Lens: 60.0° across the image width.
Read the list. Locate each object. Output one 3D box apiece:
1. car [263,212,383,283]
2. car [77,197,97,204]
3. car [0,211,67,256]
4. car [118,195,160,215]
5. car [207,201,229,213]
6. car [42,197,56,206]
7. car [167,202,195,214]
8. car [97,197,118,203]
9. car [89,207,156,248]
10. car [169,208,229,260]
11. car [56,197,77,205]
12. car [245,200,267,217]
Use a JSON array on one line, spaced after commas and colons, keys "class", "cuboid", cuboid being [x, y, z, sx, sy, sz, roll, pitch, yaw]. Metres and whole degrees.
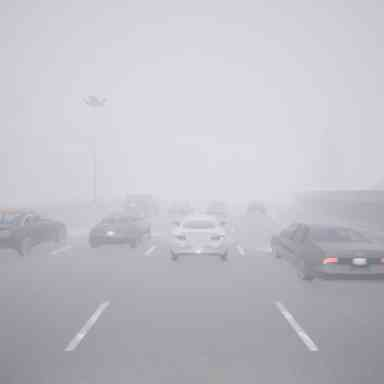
[{"class": "car", "cuboid": [3.704, 1.559, 9.758, 2.033, 1.411, 5.357, 0, 0, 1]}, {"class": "car", "cuboid": [-14.714, 1.544, 50.401, 1.882, 1.535, 5.008, 0, 0, 16]}, {"class": "car", "cuboid": [-6.664, 1.509, 13.176, 2.128, 1.511, 4.902, 0, 0, 3]}, {"class": "car", "cuboid": [-4.647, 1.262, 31.371, 2.150, 2.045, 5.566, 0, 0, 10]}, {"class": "car", "cuboid": [2.441, 1.586, 31.352, 2.033, 1.411, 5.357, 0, 0, 11]}, {"class": "car", "cuboid": [-21.448, 1.562, 52.273, 2.128, 1.511, 4.902, 0, 0, 16]}, {"class": "car", "cuboid": [-0.926, 1.641, 32.270, 1.895, 1.301, 4.718, 0, 0, 10]}, {"class": "car", "cuboid": [-11.487, 1.571, 48.948, 1.837, 1.490, 4.892, 0, -1, 16]}, {"class": "car", "cuboid": [-3.063, 1.583, 14.951, 1.994, 1.385, 4.181, 0, 0, 3]}, {"class": "car", "cuboid": [0.299, 1.541, 12.341, 1.812, 1.442, 4.674, 0, 0, 3]}, {"class": "car", "cuboid": [-18.124, 1.546, 51.200, 1.882, 1.535, 5.008, 0, 0, 16]}, {"class": "car", "cuboid": [6.081, 1.542, 31.585, 1.837, 1.490, 4.892, 0, 0, 10]}]
